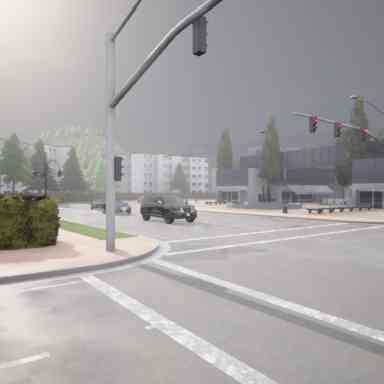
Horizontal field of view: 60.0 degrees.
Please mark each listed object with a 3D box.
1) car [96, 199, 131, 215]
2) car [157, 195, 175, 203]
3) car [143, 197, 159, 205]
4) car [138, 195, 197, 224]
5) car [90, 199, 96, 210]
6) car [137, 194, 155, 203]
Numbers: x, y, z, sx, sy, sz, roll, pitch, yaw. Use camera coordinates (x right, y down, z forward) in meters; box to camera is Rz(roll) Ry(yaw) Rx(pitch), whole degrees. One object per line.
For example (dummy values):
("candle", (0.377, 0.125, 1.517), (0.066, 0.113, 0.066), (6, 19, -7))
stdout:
("car", (-7.672, 1.492, 33.596), (2.128, 1.511, 4.902), (0, 0, -31))
("car", (-5.314, 1.477, 69.534), (1.882, 1.535, 5.008), (0, 0, 20))
("car", (-7.228, 1.547, 59.070), (2.033, 1.411, 5.357), (0, 0, 3))
("car", (-1.928, 1.221, 25.347), (2.150, 2.045, 5.566), (0, 0, -37))
("car", (-11.930, 1.564, 42.701), (1.994, 1.385, 4.181), (0, 0, -17))
("car", (-9.329, 1.352, 68.065), (2.097, 1.767, 4.553), (0, 0, 15))
